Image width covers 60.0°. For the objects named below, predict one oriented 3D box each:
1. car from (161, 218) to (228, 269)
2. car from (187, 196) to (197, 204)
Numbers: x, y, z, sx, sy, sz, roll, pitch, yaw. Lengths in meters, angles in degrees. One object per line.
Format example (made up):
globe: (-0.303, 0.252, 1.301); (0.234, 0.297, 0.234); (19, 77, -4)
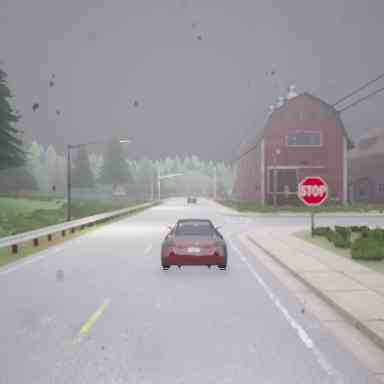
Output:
car: (0.071, 1.577, 11.198); (1.994, 1.385, 4.181); (0, 0, 0)
car: (-0.023, 1.552, 64.762); (1.882, 1.535, 5.008); (0, 0, 0)
